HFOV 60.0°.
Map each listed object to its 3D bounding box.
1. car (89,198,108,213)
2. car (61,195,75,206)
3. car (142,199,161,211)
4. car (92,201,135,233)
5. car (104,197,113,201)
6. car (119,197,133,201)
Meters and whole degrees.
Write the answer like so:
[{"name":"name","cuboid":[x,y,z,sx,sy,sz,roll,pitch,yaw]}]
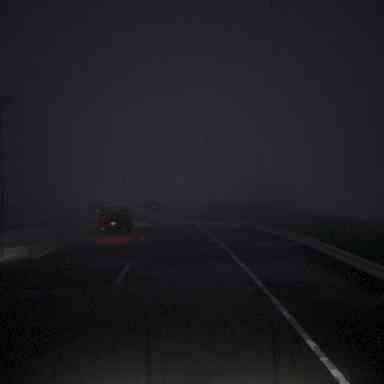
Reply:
[{"name":"car","cuboid":[-11.549,1.794,40.459,1.895,1.301,4.718,-1,0,-16]},{"name":"car","cuboid":[-23.258,1.607,62.488,2.150,2.045,5.566,-1,0,-24]},{"name":"car","cuboid":[-5.069,1.595,41.505,1.837,1.490,4.892,0,0,-15]},{"name":"car","cuboid":[-4.563,1.555,20.316,1.882,1.535,5.008,-1,0,-8]},{"name":"car","cuboid":[-16.373,1.779,63.938,1.837,1.490,4.892,0,-1,-24]},{"name":"car","cuboid":[-12.794,1.696,64.446,1.882,1.535,5.008,0,0,-23]}]
